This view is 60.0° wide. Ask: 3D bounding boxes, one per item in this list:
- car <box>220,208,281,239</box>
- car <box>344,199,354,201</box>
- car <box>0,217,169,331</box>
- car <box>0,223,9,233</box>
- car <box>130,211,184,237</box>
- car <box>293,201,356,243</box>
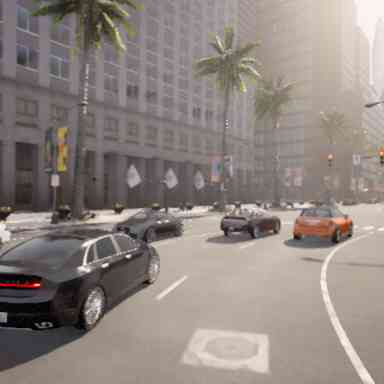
[{"bbox_3d":[3.405,1.650,18.583,2.128,1.511,4.902,0,-1,36],"label":"car"},{"bbox_3d":[34.103,2.287,72.285,2.161,1.482,4.786,0,-1,39],"label":"car"},{"bbox_3d":[-2.178,1.539,7.081,1.837,1.490,4.892,0,0,13],"label":"car"},{"bbox_3d":[-8.420,1.540,11.151,1.812,1.442,4.674,0,0,19],"label":"car"},{"bbox_3d":[-2.150,1.667,16.837,1.994,1.385,4.181,0,-1,30],"label":"car"},{"bbox_3d":[6.974,1.530,17.478,2.097,1.767,4.553,0,0,36],"label":"car"}]
